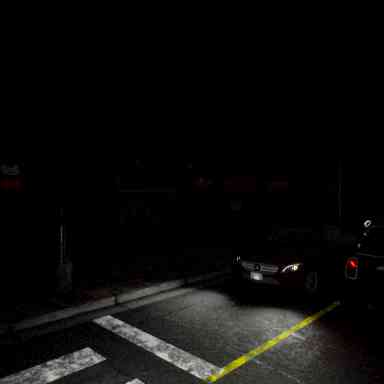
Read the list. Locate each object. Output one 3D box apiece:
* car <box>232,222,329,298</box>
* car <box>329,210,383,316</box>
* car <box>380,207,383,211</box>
[{"bbox_3d":[2.986,1.572,8.920,1.812,1.442,4.674,0,-1,43],"label":"car"},{"bbox_3d":[4.772,1.379,6.673,2.097,1.767,4.553,-1,-1,45],"label":"car"},{"bbox_3d":[9.803,1.433,15.797,2.097,1.767,4.553,-1,-1,45],"label":"car"}]
